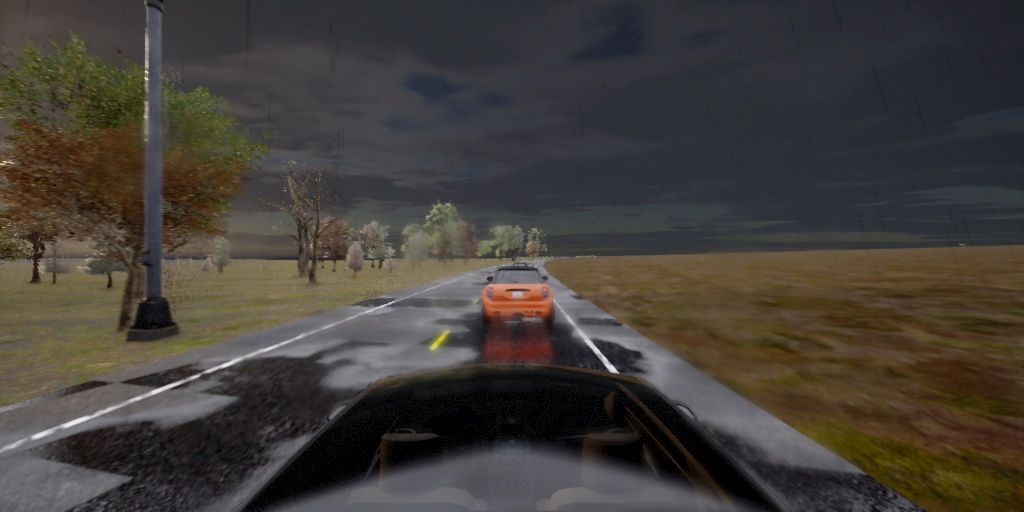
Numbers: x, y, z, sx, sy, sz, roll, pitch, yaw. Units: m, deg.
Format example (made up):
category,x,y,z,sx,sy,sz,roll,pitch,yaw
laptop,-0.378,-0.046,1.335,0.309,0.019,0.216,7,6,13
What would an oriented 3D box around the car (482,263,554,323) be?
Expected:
category,x,y,z,sx,sy,sz,roll,pitch,yaw
car,0.197,1.104,12.209,2.097,1.767,4.553,0,0,1
